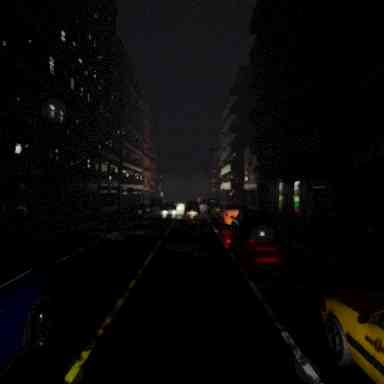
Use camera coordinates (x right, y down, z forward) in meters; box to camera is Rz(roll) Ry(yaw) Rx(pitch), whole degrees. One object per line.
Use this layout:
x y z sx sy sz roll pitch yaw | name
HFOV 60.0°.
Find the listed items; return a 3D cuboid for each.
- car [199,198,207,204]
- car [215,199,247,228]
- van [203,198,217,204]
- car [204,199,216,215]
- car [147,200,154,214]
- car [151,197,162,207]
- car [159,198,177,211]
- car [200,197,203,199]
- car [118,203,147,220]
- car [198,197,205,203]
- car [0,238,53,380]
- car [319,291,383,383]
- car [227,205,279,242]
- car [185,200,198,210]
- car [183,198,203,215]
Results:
2.646 2.234 82.428 1.887 1.381 4.507 -1 -1 0 | car
3.103 1.544 24.253 2.097 1.767 4.553 0 0 0 | car
2.660 1.684 42.639 1.690 1.788 3.998 -1 0 0 | van
2.665 1.822 37.122 1.752 1.417 4.829 -1 0 0 | car
-5.715 1.862 36.952 1.947 1.339 4.313 -1 0 0 | car
-5.726 1.756 54.008 2.192 1.841 5.009 -1 0 0 | car
-3.100 1.938 46.271 1.994 1.385 4.181 0 0 0 | car
2.651 2.139 71.059 2.008 1.369 4.403 -1 -1 0 | car
-5.712 1.816 31.268 1.947 1.339 4.313 -1 0 0 | car
2.640 2.231 93.798 1.967 1.590 4.097 -1 -1 0 | car
-3.102 1.377 3.009 2.097 1.767 4.553 0 0 0 | car
2.678 1.550 3.015 1.752 1.417 4.829 -1 0 0 | car
3.139 1.640 17.282 1.837 1.490 4.892 0 0 0 | car
0.004 1.990 52.438 1.994 1.385 4.181 0 0 1 | car
0.036 1.816 38.944 1.837 1.490 4.892 0 -1 0 | car
